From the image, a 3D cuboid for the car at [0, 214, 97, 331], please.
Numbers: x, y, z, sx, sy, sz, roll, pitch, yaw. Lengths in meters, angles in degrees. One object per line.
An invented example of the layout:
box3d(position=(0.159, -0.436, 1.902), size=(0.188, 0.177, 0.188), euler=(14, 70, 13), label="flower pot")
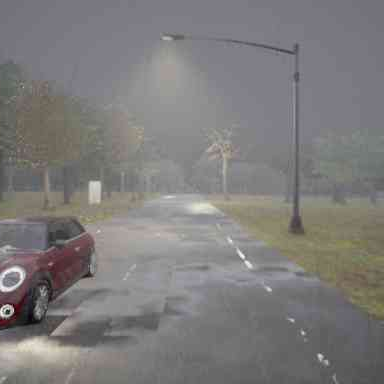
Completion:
box3d(position=(-3.597, 1.347, 7.060), size=(2.097, 1.767, 4.553), euler=(0, 0, 0), label="car")
